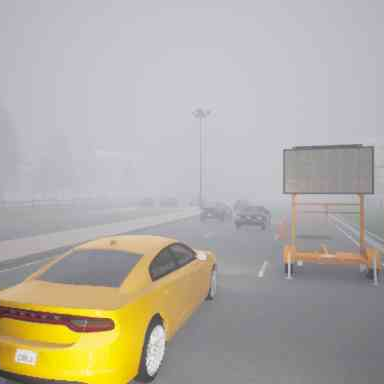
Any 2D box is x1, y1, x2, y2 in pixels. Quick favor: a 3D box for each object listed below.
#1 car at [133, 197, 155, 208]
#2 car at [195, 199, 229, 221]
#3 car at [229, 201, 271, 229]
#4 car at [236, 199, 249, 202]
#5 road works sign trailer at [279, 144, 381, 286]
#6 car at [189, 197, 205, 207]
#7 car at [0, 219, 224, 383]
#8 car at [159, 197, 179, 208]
[{"bbox_3d":[-7.083,1.491,49.378,2.128,1.511,4.902,0,0,16],"label":"car"},{"bbox_3d":[1.981,1.525,26.836,1.812,1.442,4.674,0,0,17],"label":"car"},{"bbox_3d":[4.080,1.547,21.791,2.033,1.411,5.357,0,0,18],"label":"car"},{"bbox_3d":[6.255,1.547,40.866,2.033,1.411,5.357,0,0,16],"label":"car"},{"bbox_3d":[3.875,0.464,9.611,2.380,3.560,2.880,0,0,17],"label":"road works sign trailer"},{"bbox_3d":[0.988,1.491,52.116,2.128,1.511,4.902,0,0,16],"label":"car"},{"bbox_3d":[-0.907,1.478,5.632,1.882,1.535,5.008,0,0,17],"label":"car"},{"bbox_3d":[-3.392,1.505,49.543,1.837,1.490,4.892,0,0,16],"label":"car"}]
